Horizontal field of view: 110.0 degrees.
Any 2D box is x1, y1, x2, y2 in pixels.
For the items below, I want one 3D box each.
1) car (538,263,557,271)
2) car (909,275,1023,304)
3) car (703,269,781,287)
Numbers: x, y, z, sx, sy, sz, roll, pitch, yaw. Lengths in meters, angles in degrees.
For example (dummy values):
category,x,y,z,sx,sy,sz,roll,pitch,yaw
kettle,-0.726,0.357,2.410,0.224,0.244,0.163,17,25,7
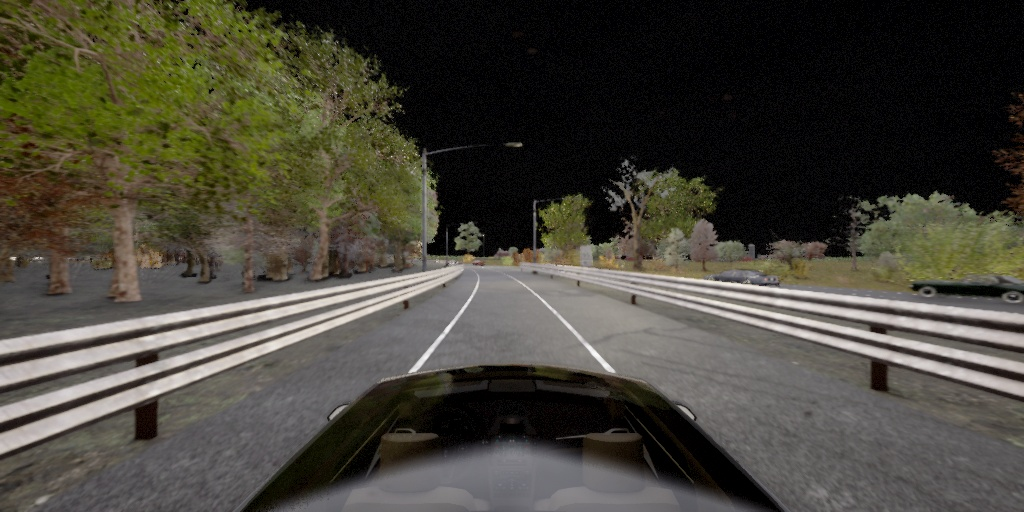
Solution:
category,x,y,z,sx,sy,sz,roll,pitch,yaw
car,5.688,1.839,57.504,1.812,1.442,4.674,0,0,-22
car,24.727,1.649,19.067,1.895,1.301,4.718,0,0,-22
car,17.513,1.721,27.749,2.033,1.411,5.357,0,0,-22
